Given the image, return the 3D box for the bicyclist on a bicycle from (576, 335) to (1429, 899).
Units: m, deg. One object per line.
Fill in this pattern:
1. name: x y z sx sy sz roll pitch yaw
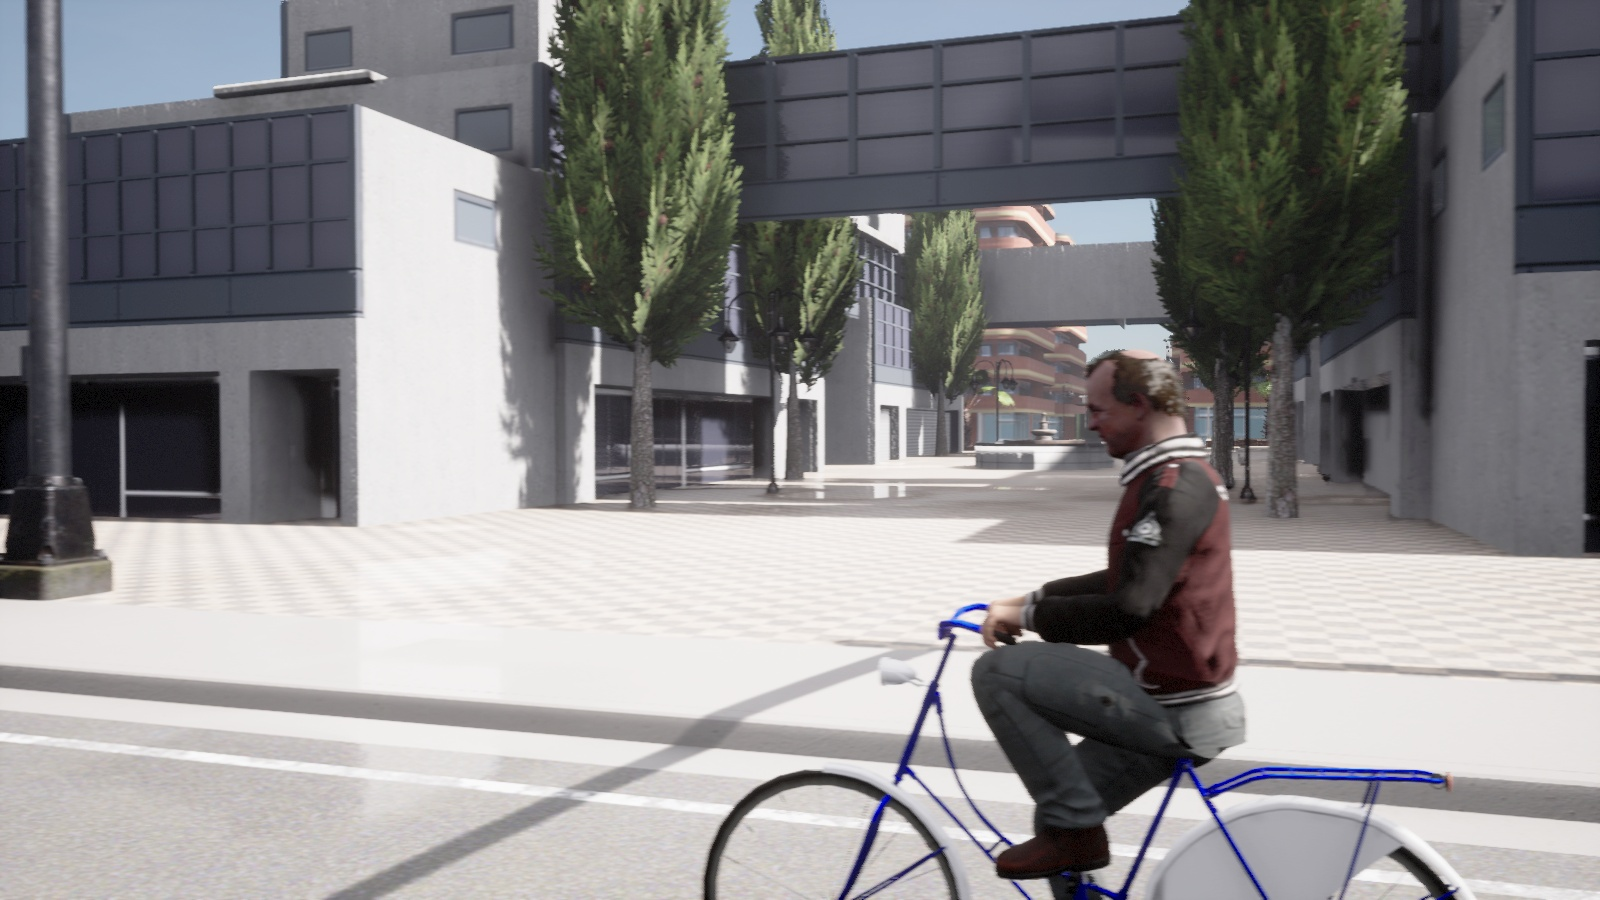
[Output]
1. bicyclist on a bicycle: 0.441 0.650 3.047 1.843 1.776 0.659 1 1 19
